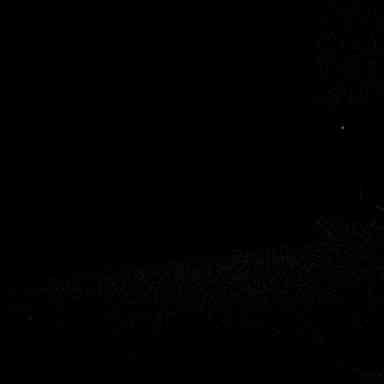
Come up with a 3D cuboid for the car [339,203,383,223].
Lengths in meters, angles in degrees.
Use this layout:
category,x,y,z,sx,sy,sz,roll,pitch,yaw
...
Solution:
category,x,y,z,sx,sy,sz,roll,pitch,yaw
car,13.479,1.584,25.089,1.812,1.442,4.674,1,-1,-35
